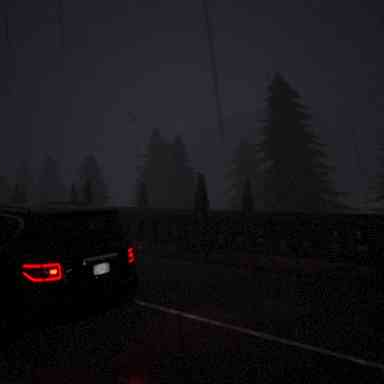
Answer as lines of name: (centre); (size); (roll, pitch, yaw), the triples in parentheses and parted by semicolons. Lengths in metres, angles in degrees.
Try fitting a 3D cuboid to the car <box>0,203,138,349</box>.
car: (-3.528, 1.237, 6.508); (5.566, 2.045, 2.150); (0, 0, 36)
